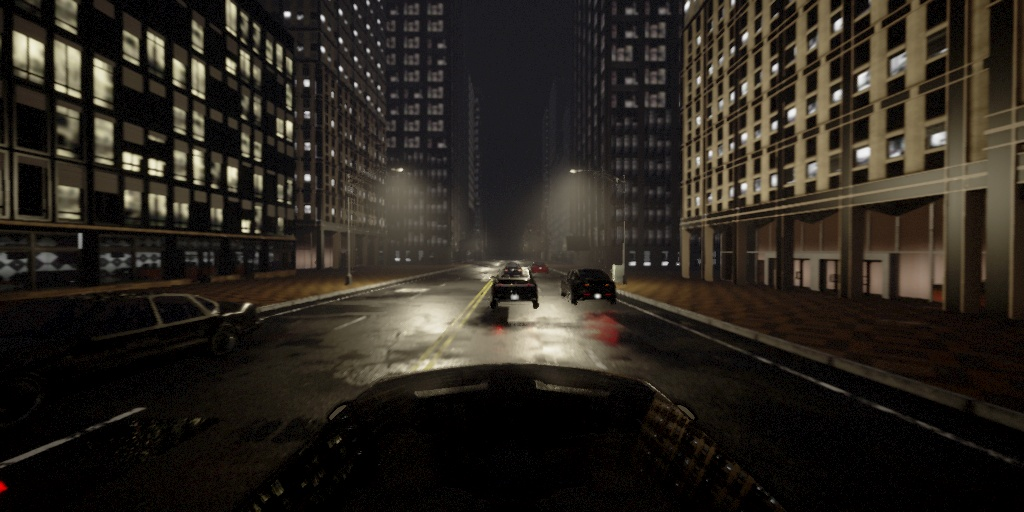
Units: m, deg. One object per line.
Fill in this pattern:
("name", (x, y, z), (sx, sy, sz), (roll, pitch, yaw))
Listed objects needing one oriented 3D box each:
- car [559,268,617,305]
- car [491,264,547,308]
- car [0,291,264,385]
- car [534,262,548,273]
("car", (3.347, 1.298, 16.402), (1.837, 1.490, 4.892), (0, 0, 0))
("car", (0.099, 1.280, 15.427), (2.128, 1.511, 4.902), (0, 0, 0))
("car", (-6.570, 1.308, 5.742), (2.033, 1.411, 5.357), (0, 0, 0))
("car", (3.348, 1.421, 44.440), (1.994, 1.385, 4.181), (0, 0, 0))
